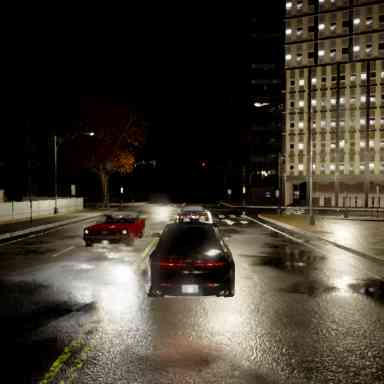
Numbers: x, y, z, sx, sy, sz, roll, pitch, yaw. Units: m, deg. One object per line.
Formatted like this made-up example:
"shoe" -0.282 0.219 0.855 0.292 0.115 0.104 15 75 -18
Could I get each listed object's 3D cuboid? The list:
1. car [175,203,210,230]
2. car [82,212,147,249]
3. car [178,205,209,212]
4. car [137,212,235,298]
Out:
"car" 0.039 1.544 22.349 2.033 1.411 5.357 0 0 0
"car" -3.267 1.597 14.796 1.895 1.301 4.718 0 0 1
"car" 0.102 1.486 13.324 2.128 1.511 4.902 0 0 0
"car" -0.019 1.502 8.500 1.837 1.490 4.892 0 0 0
